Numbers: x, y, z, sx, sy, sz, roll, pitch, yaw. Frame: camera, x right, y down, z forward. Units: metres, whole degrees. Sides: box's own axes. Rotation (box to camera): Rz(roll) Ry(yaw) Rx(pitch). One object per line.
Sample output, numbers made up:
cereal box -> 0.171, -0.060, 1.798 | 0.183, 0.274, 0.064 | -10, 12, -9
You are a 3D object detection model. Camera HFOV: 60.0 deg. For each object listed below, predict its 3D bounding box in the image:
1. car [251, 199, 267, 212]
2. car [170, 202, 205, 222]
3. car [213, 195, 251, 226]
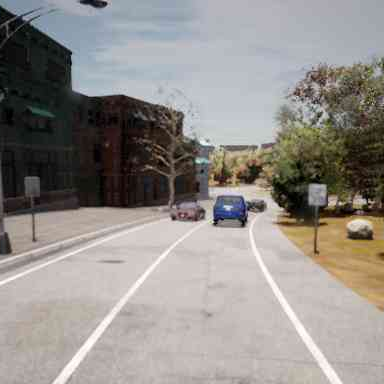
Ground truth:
car -> 8.232, 1.641, 41.693 | 1.837, 1.490, 4.892 | 2, 0, 21
car -> -0.230, 1.490, 25.731 | 1.994, 1.385, 4.181 | 1, 0, 13
car -> 2.894, 1.222, 24.061 | 2.150, 2.045, 5.566 | 1, 0, 12
